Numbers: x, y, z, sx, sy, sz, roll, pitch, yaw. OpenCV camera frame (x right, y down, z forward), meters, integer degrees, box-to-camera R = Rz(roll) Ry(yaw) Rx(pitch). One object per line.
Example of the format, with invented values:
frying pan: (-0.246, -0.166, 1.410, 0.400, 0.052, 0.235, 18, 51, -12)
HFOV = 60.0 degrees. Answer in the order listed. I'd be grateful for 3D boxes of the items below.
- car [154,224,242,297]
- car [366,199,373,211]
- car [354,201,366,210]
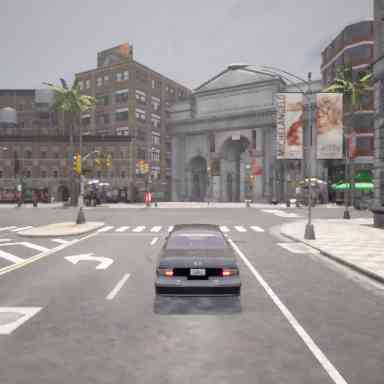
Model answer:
car: (0.111, 1.547, 8.741, 2.033, 1.411, 5.357, 0, 0, 0)
car: (22.705, 1.526, 37.468, 4.674, 1.442, 1.812, 0, 0, 1)
car: (22.279, 1.564, 40.966, 4.181, 1.385, 1.994, 0, 0, 0)
